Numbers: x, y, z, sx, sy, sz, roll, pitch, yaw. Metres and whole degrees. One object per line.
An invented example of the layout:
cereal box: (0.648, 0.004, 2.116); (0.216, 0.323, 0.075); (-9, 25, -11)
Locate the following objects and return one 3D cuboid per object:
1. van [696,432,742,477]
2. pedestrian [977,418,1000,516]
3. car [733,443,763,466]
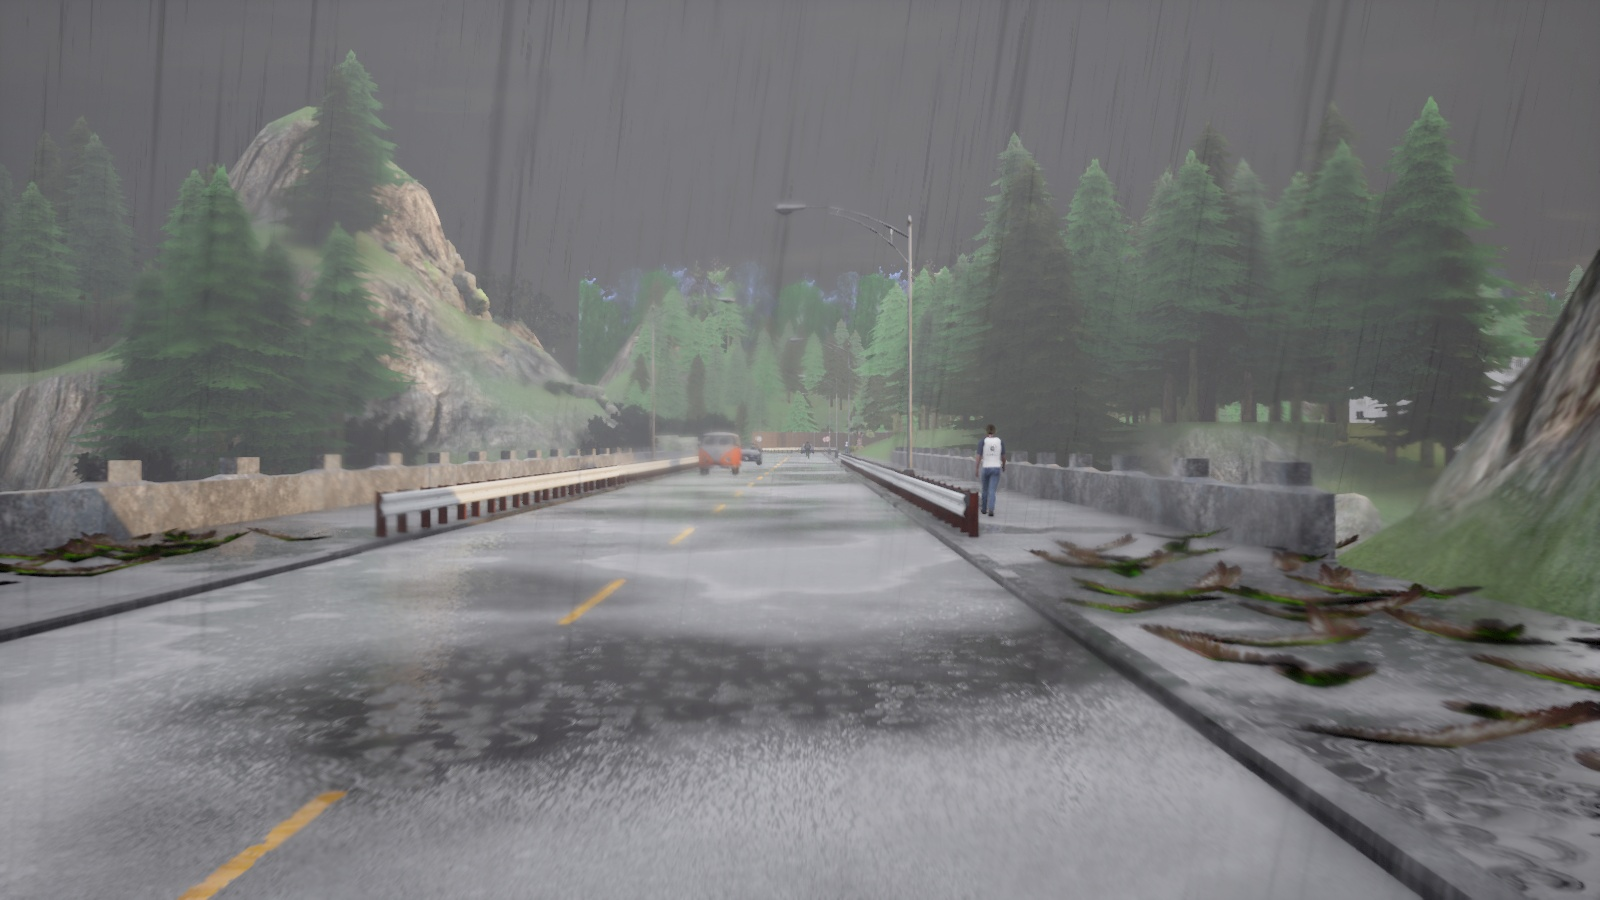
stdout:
van: (-3.645, 0.174, 57.248); (1.775, 1.987, 4.442); (0, 0, 0)
pedestrian: (3.581, 0.325, 23.867); (0.354, 1.836, 0.706); (0, 0, 3)
car: (-3.484, 0.282, 84.283); (1.816, 1.474, 4.193); (0, 0, 0)
